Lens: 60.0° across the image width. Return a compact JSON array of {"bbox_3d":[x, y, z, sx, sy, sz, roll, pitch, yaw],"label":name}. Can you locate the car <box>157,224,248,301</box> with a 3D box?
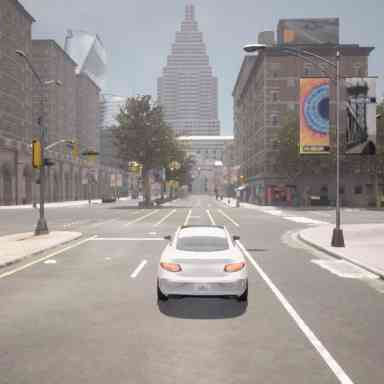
[{"bbox_3d":[0.249,1.526,8.203,1.812,1.442,4.674,0,0,2],"label":"car"}]

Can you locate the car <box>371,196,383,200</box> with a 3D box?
[{"bbox_3d":[35.883,1.481,67.520,2.231,1.521,4.892,0,0,1],"label":"car"}]

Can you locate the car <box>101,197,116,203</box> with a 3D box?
[{"bbox_3d":[-16.829,1.595,67.246,1.895,1.301,4.718,0,0,1],"label":"car"}]
